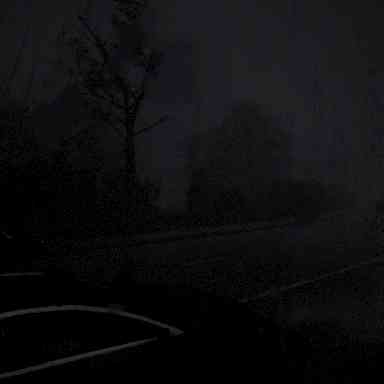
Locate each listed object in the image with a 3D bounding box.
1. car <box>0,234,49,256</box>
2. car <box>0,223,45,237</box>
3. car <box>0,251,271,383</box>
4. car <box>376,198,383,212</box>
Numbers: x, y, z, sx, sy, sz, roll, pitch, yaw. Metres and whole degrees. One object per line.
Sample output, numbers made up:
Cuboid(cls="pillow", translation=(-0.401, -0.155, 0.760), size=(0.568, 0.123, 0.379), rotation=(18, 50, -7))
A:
Cuboid(cls="car", translation=(-4.476, 1.617, 5.197), size=(4.718, 1.301, 1.895), rotation=(0, 0, -36))
Cuboid(cls="car", translation=(-6.235, 1.530, 8.284), size=(4.892, 1.490, 1.837), rotation=(0, 0, -36))
Cuboid(cls="car", translation=(-1.367, 1.501, 2.940), size=(4.902, 1.511, 2.128), rotation=(0, 0, -36))
Cuboid(cls="car", translation=(22.533, 1.406, 38.409), size=(1.837, 1.490, 4.892), rotation=(0, 0, 33))
